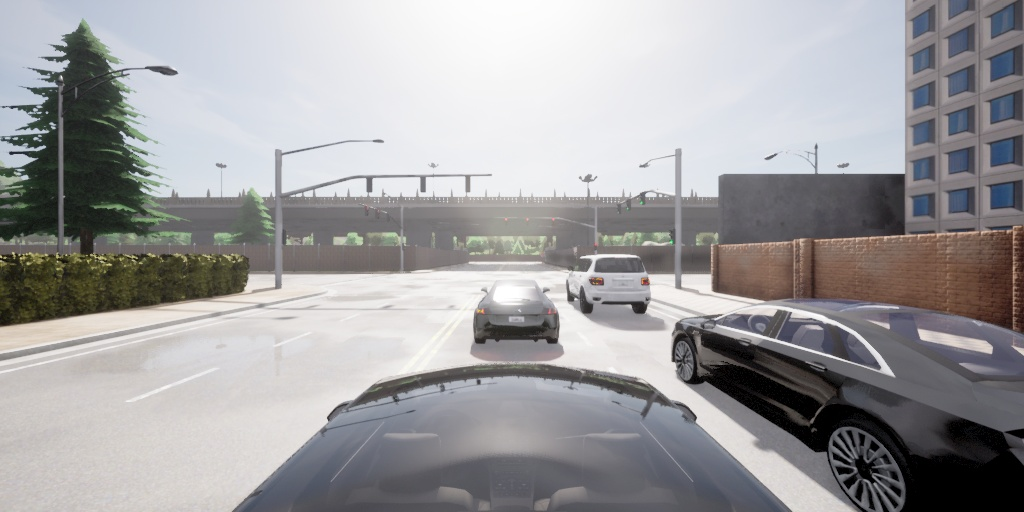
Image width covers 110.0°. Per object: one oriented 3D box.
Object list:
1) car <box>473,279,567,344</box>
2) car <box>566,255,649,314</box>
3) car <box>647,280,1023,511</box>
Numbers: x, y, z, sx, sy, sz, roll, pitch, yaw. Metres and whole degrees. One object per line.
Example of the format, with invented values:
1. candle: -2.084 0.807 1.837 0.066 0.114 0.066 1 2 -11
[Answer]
1. car: 0.096 1.314 9.611 1.994 1.385 4.181 0 0 0
2. car: 3.493 0.971 13.955 2.150 2.045 5.566 0 0 0
3. car: 3.596 1.242 4.150 2.128 1.511 4.902 0 0 0
